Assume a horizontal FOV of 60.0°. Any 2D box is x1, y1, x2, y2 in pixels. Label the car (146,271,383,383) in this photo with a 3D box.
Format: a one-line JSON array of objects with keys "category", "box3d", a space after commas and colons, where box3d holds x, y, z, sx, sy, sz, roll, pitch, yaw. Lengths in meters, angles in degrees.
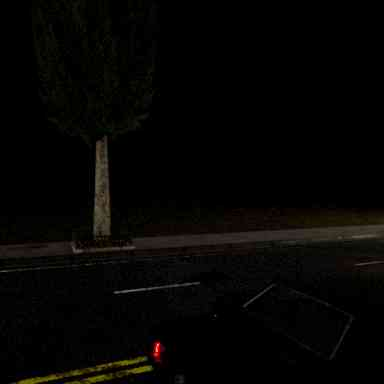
[{"category": "car", "box3d": [2.024, 1.600, 3.581, 4.718, 1.301, 1.895, 0, 0, -23]}]
